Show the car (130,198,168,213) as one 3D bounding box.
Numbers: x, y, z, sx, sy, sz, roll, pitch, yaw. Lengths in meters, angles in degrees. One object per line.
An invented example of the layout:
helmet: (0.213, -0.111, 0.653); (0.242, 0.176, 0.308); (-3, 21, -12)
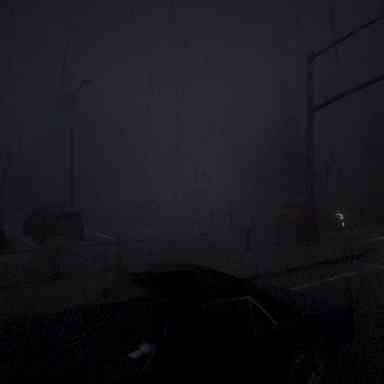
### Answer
car: (-4.597, 1.601, 36.585); (1.895, 1.301, 4.718); (0, 0, -36)

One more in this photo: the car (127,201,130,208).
car: (-7.436, 1.526, 46.638); (1.812, 1.442, 4.674); (0, 0, -36)

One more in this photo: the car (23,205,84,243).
car: (-6.410, 1.340, 15.279); (2.007, 1.523, 4.514); (0, 0, -36)

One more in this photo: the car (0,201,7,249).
car: (-8.921, 1.331, 13.398); (2.152, 1.636, 5.027); (0, 0, -36)

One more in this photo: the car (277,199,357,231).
car: (7.619, 1.352, 20.565); (2.097, 1.767, 4.553); (0, 0, -42)

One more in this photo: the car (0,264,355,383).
car: (-0.402, 1.601, 3.546); (4.718, 1.301, 1.895); (0, 0, -34)
